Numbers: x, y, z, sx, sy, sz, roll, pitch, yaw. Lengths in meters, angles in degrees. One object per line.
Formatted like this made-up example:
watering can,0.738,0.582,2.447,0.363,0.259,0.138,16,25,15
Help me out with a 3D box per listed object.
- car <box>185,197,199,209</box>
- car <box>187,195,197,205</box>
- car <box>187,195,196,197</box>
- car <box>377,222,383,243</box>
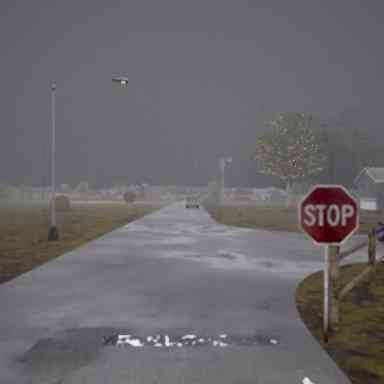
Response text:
car,0.067,1.869,50.902,1.994,1.385,4.181,0,-1,0
car,-0.047,1.717,71.315,2.150,2.045,5.566,0,-1,0
car,-0.036,1.638,60.953,2.150,2.045,5.566,0,-1,0
car,10.468,1.666,13.891,5.008,1.535,1.882,1,0,-2
